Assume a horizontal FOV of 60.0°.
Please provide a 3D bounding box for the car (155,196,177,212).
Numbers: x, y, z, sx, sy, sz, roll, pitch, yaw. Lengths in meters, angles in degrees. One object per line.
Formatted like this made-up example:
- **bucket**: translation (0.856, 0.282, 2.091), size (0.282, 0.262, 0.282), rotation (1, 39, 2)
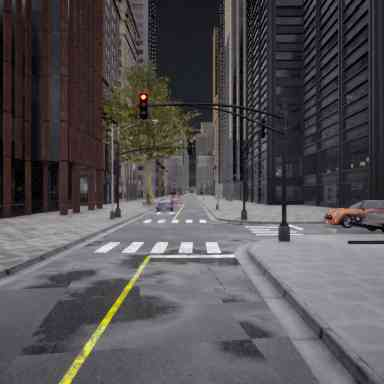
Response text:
- **car**: translation (-3.070, 1.534, 38.480), size (1.812, 1.442, 4.674), rotation (0, 0, 0)

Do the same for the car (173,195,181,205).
- **car**: translation (-3.019, 1.399, 60.143), size (2.097, 1.767, 4.553), rotation (0, 0, 0)

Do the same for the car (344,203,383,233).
- **car**: translation (11.538, 1.491, 18.082), size (5.357, 1.411, 2.033), rotation (0, 0, 0)

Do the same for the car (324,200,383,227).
- **car**: translation (10.860, 1.311, 21.182), size (4.553, 1.767, 2.097), rotation (0, 0, 0)
